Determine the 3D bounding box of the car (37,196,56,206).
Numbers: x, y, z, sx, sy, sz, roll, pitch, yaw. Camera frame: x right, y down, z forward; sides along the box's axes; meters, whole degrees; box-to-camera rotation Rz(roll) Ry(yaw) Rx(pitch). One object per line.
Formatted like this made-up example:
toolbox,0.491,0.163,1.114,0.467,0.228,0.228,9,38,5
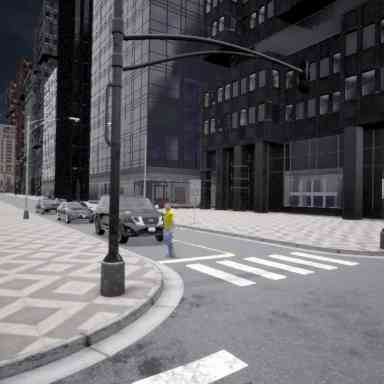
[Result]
car,-22.624,1.352,51.640,1.837,1.490,4.892,2,0,-33

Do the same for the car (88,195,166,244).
car,-3.037,1.161,15.919,2.150,2.045,5.566,1,-1,-31

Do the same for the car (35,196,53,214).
car,-14.330,1.427,33.142,2.033,1.411,5.357,2,-1,-33

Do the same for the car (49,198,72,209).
car,-17.182,1.468,43.313,1.994,1.385,4.181,1,-1,-33

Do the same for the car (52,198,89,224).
car,-8.579,1.418,24.356,1.837,1.490,4.892,1,-1,-33

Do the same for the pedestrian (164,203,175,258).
pedestrian,-0.736,1.231,10.996,0.375,1.860,0.375,2,-1,-33
